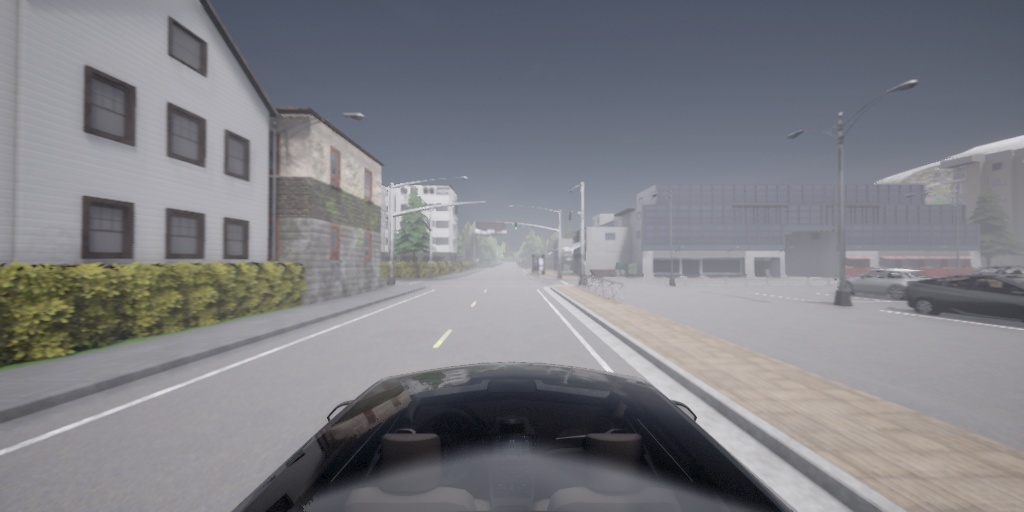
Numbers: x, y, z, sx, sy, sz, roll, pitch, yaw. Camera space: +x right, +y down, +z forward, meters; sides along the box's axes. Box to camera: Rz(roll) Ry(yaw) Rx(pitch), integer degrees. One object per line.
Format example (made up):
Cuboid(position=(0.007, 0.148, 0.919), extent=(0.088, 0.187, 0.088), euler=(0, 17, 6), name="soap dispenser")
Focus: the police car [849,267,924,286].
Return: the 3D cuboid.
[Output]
Cuboid(position=(37.891, 1.909, 36.361), extent=(4.974, 1.542, 2.038), euler=(0, -1, 0), name="police car")
